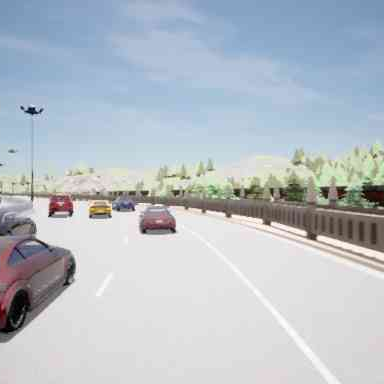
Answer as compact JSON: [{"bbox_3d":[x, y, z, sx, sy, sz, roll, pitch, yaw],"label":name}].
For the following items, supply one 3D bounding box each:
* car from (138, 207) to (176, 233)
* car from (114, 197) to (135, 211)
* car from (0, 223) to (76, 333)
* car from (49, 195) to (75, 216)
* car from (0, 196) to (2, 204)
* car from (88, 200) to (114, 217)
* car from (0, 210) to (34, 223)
[{"bbox_3d":[-2.170,1.572,20.057,1.994,1.385,4.181,0,0,-11],"label":"car"},{"bbox_3d":[-8.426,1.382,40.504,2.097,1.767,4.553,0,0,-22],"label":"car"},{"bbox_3d":[-3.846,1.579,6.763,1.994,1.385,4.181,0,0,-4],"label":"car"},{"bbox_3d":[-12.930,1.270,33.006,2.150,2.045,5.566,0,0,-20],"label":"car"},{"bbox_3d":[-38.131,1.355,64.259,2.150,2.045,5.566,0,0,-32],"label":"car"},{"bbox_3d":[-8.721,1.510,31.385,1.882,1.535,5.008,0,0,-18],"label":"car"},{"bbox_3d":[-8.211,1.523,14.153,2.128,1.511,4.902,0,0,-9],"label":"car"}]
